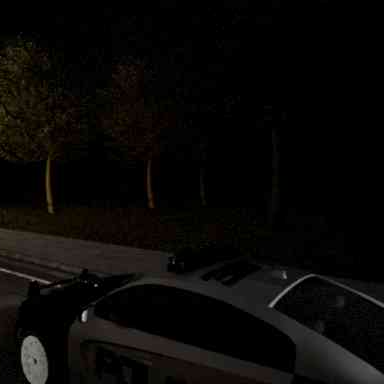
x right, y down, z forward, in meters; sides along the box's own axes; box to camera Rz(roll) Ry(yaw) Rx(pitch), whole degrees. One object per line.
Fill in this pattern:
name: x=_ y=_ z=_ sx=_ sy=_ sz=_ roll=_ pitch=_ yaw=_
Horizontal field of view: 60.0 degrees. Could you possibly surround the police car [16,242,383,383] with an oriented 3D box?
police car: x=0.012 y=1.411 z=3.552 sx=5.238 sy=1.638 sz=1.930 roll=0 pitch=0 yaw=35
